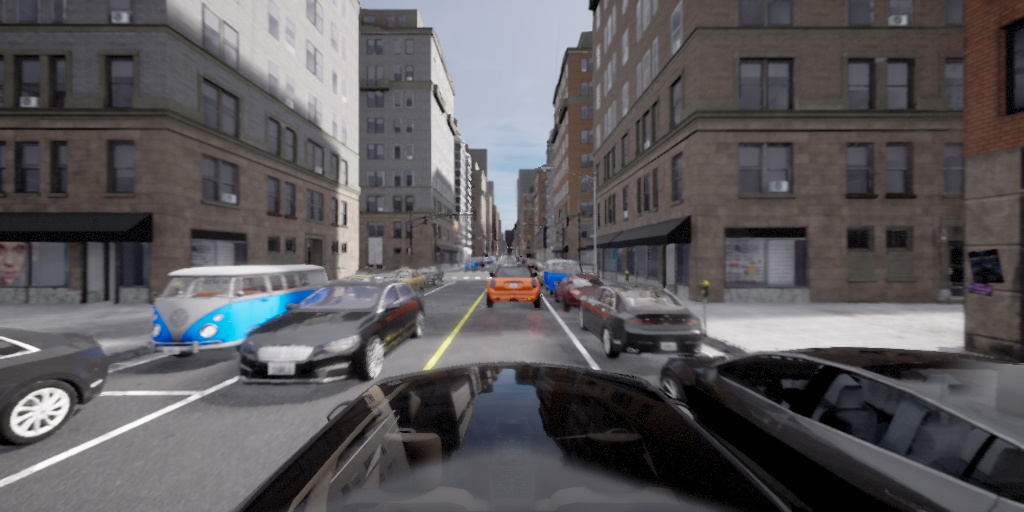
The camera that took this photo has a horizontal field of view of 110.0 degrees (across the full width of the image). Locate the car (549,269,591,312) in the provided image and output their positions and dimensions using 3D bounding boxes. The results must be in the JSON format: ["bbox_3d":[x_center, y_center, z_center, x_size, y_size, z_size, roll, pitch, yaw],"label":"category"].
[{"bbox_3d":[2.661,1.336,13.963,1.802,1.307,4.207,0,0,0],"label":"car"}]

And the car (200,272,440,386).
[{"bbox_3d":[-3.099,1.251,7.272,2.128,1.511,4.902,0,0,0],"label":"car"}]

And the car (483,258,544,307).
[{"bbox_3d":[0.068,1.110,15.573,2.097,1.767,4.553,0,0,0],"label":"car"}]

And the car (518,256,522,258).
[{"bbox_3d":[2.617,1.054,63.669,2.192,1.841,5.009,0,0,0],"label":"car"}]

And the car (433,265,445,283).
[{"bbox_3d":[-5.874,1.316,25.277,2.007,1.370,4.403,0,0,0],"label":"car"}]

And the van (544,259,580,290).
[{"bbox_3d":[2.656,1.094,19.633,1.690,1.789,3.998,0,0,0],"label":"van"}]

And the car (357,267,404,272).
[{"bbox_3d":[-5.864,1.293,13.770,1.751,1.417,4.829,0,0,0],"label":"car"}]

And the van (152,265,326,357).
[{"bbox_3d":[-5.860,1.106,8.271,1.690,1.789,3.998,0,0,0],"label":"van"}]

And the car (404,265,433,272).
[{"bbox_3d":[-5.869,1.293,19.440,1.751,1.417,4.829,0,0,0],"label":"car"}]

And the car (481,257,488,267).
[{"bbox_3d":[-5.908,1.067,63.646,2.192,1.841,5.009,0,0,0],"label":"car"}]

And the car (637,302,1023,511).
[{"bbox_3d":[2.671,1.312,2.624,1.948,1.339,4.313,0,0,0],"label":"car"}]

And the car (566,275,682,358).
[{"bbox_3d":[2.666,1.302,8.292,2.007,1.370,4.403,0,0,0],"label":"car"}]

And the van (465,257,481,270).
[{"bbox_3d":[-5.898,1.100,52.473,1.690,1.789,3.998,0,0,0],"label":"van"}]

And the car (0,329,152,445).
[{"bbox_3d":[-5.855,1.311,2.603,2.007,1.370,4.403,0,0,0],"label":"car"}]
